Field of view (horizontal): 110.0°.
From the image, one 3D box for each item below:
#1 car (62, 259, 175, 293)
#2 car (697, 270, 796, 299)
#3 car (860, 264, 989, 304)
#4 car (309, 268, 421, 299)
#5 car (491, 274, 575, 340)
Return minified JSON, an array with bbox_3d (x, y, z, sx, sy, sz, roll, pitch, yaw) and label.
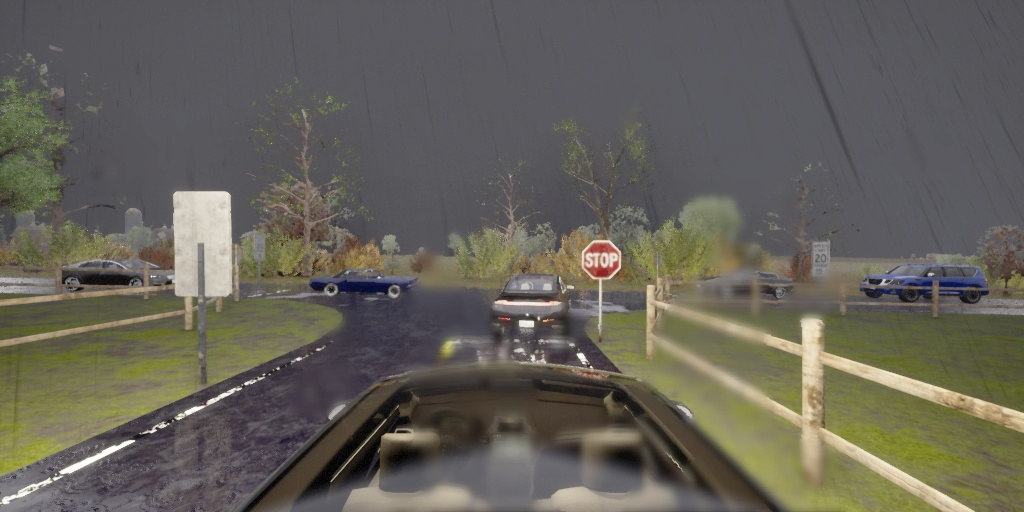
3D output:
[{"bbox_3d":[-18.492,0.885,17.111,4.902,1.511,2.128,1,1,0],"label":"car"},{"bbox_3d":[13.002,1.525,20.025,4.902,1.511,2.128,1,1,0],"label":"car"},{"bbox_3d":[22.897,1.466,20.015,5.566,2.045,2.150,1,1,0],"label":"car"},{"bbox_3d":[-6.824,1.248,17.095,4.718,1.301,1.895,1,1,0],"label":"car"},{"bbox_3d":[0.705,1.240,10.065,2.128,1.511,4.902,0,0,9],"label":"car"}]
